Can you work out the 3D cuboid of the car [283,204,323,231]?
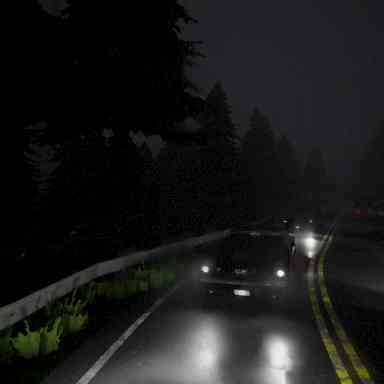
[{"bbox_3d":[6.783,1.459,20.116,2.033,1.411,5.357,-2,0,26],"label":"car"}]

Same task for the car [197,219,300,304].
[{"bbox_3d":[1.631,1.599,8.435,1.895,1.301,4.718,-1,0,18],"label":"car"}]

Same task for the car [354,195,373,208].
[{"bbox_3d":[20.781,1.057,40.186,2.128,1.511,4.902,-2,0,28],"label":"car"}]
